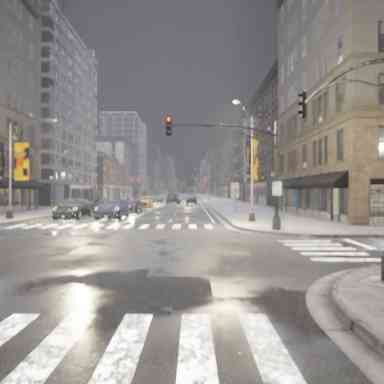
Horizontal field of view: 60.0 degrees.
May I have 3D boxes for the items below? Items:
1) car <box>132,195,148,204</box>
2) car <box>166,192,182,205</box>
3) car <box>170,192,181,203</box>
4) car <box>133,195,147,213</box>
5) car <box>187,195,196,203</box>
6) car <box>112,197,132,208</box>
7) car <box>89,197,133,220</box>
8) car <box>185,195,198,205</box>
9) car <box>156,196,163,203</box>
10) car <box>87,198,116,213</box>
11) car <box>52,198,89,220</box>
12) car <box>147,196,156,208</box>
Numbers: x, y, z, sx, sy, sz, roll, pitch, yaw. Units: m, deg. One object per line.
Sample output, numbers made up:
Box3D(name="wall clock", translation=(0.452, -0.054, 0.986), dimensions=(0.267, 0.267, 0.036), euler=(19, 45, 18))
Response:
Box3D(name="car", translation=(-9.828, 1.381, 63.098), dimensions=(2.128, 1.511, 4.902), euler=(0, 0, 0))
Box3D(name="car", translation=(-3.317, 1.120, 58.240), dimensions=(2.150, 2.045, 5.566), euler=(0, 0, 0))
Box3D(name="car", translation=(-3.330, 1.098, 68.659), dimensions=(2.150, 2.045, 5.566), euler=(0, 0, 0))
Box3D(name="car", translation=(-6.625, 1.432, 36.563), dimensions=(2.128, 1.511, 4.902), euler=(0, 0, 0))
Box3D(name="car", translation=(-0.080, 1.403, 68.633), dimensions=(1.812, 1.442, 4.674), euler=(0, 0, 0))
Box3D(name="car", translation=(-9.888, 1.446, 47.327), dimensions=(1.812, 1.442, 4.674), euler=(0, 0, -1))
Box3D(name="car", translation=(-6.621, 1.308, 27.724), dimensions=(2.097, 1.767, 4.553), euler=(0, 0, 0))
Box3D(name="car", translation=(-0.067, 1.403, 58.214), dimensions=(1.837, 1.490, 4.892), euler=(0, 0, 0))
Box3D(name="car", translation=(-6.575, 1.417, 63.401), dimensions=(1.812, 1.442, 4.674), euler=(0, 0, 0))
Box3D(name="car", translation=(-9.879, 1.445, 36.694), dimensions=(1.837, 1.490, 4.892), euler=(0, 0, 0))
Box3D(name="car", translation=(-9.870, 1.308, 27.721), dimensions=(2.097, 1.767, 4.553), euler=(0, 0, 0))
Box3D(name="car", translation=(-6.633, 1.398, 47.243), dimensions=(1.882, 1.535, 5.008), euler=(0, 0, 0))
